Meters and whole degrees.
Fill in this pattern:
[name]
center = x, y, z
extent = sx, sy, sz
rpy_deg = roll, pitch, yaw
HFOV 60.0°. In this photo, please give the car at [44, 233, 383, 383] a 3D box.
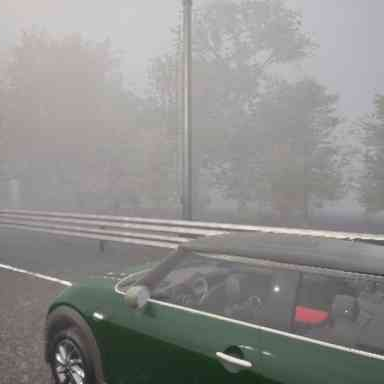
[car]
center = 0.461, 1.214, 3.402
extent = 4.553, 1.767, 2.097
rpy_deg = 0, 0, 38
